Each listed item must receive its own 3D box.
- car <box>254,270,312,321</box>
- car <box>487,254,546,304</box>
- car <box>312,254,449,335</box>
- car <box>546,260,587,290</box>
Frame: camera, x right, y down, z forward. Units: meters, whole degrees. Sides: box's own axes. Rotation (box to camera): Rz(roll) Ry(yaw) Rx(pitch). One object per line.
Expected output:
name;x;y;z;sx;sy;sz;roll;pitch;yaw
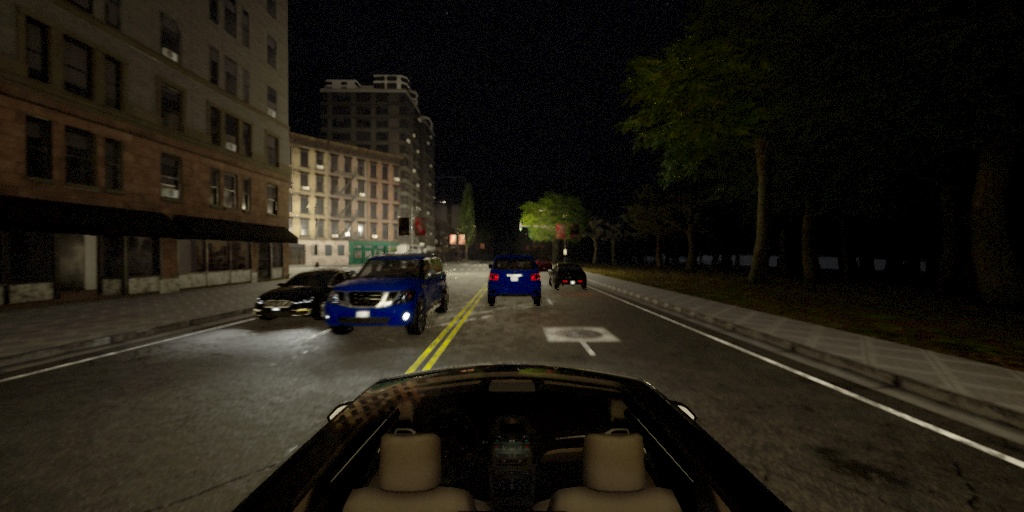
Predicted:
car;-6.600;1.230;12.444;1.837;1.490;4.892;0;0;0
car;0.096;0.940;16.107;2.150;2.045;5.566;0;0;0
car;-3.349;0.951;10.822;2.150;2.045;5.566;0;0;0
car;3.348;1.205;22.139;1.837;1.490;4.892;0;0;0
